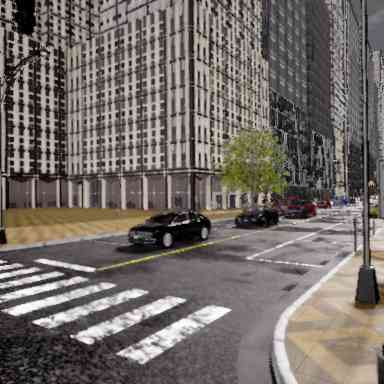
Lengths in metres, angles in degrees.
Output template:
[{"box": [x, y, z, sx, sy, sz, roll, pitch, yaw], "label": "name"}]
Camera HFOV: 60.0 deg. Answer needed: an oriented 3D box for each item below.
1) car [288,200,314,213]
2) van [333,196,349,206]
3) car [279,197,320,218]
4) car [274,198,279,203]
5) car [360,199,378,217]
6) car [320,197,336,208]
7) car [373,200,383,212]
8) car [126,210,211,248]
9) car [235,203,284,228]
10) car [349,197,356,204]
[{"box": [13.528, 1.763, 41.109, 1.947, 1.339, 4.313, -1, -1, 35], "label": "car"}, {"box": [26.463, 1.551, 59.874, 1.690, 1.788, 3.998, -1, -1, 35], "label": "van"}, {"box": [10.353, 1.508, 31.916, 2.097, 1.767, 4.553, -1, -1, 34], "label": "car"}, {"box": [10.291, 1.506, 36.422, 2.192, 1.841, 5.009, -1, -1, 35], "label": "car"}, {"box": [17.289, 1.622, 31.802, 1.752, 1.417, 4.829, -1, -1, 35], "label": "car"}, {"box": [19.996, 1.787, 50.489, 1.802, 1.307, 4.206, -1, -1, 35], "label": "car"}, {"box": [23.661, 1.673, 41.043, 1.947, 1.339, 4.313, -1, -1, 35], "label": "car"}, {"box": [-0.924, 1.625, 15.590, 1.837, 1.490, 4.892, -1, -1, 35], "label": "car"}, {"box": [4.685, 1.704, 23.707, 1.994, 1.385, 4.181, -1, -1, 35], "label": "car"}, {"box": [32.933, 1.756, 69.252, 1.887, 1.381, 4.507, -1, -1, 35], "label": "car"}]
